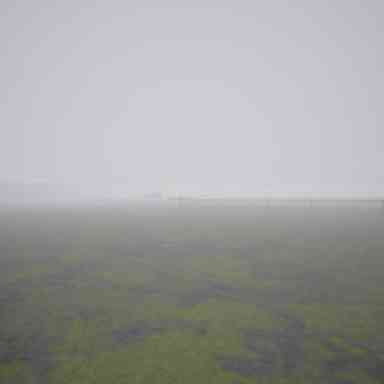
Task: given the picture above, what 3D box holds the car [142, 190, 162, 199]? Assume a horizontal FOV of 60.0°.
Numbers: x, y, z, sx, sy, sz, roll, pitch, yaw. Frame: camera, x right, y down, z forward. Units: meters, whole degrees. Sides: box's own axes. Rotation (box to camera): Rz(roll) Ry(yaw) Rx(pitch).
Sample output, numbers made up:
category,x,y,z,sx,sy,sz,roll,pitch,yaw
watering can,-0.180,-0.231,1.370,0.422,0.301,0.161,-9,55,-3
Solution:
category,x,y,z,sx,sy,sz,roll,pitch,yaw
car,-8.216,0.436,68.097,2.097,1.767,4.553,0,1,32
